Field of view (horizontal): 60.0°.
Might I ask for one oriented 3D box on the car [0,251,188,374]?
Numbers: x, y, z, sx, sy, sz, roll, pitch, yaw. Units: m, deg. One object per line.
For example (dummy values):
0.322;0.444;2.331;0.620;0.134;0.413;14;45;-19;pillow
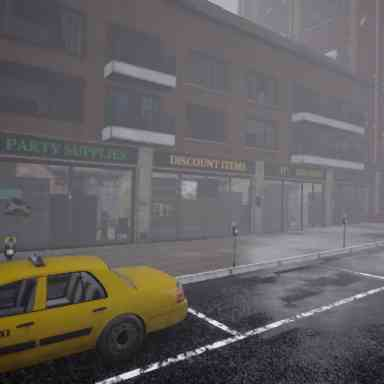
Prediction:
-2.348;1.526;4.400;4.829;1.417;1.752;0;2;-35;car
